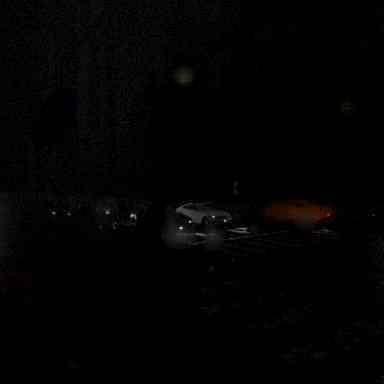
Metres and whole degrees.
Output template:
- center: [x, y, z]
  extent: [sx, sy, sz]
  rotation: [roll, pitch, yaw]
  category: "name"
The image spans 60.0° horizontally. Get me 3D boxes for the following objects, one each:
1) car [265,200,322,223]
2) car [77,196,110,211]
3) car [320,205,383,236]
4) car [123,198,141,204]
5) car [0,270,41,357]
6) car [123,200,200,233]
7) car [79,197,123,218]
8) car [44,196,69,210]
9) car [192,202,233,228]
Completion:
- center: [7.434, 1.290, 23.657]
  extent: [1.882, 1.535, 5.008]
  rotation: [-1, 1, -36]
  category: "car"
- center: [-11.449, 1.269, 38.465]
  extent: [2.033, 1.411, 5.357]
  rotation: [-1, 1, -35]
  category: "car"
- center: [9.158, 1.464, 15.712]
  extent: [2.033, 1.411, 5.357]
  rotation: [-1, 1, -36]
  category: "car"
- center: [-5.365, 1.298, 29.980]
  extent: [2.128, 1.511, 4.902]
  rotation: [-1, 1, -36]
  category: "car"
- center: [-4.152, 1.545, 3.690]
  extent: [4.507, 1.381, 1.887]
  rotation: [0, -1, -36]
  category: "car"
- center: [-1.978, 1.484, 19.747]
  extent: [2.033, 1.411, 5.357]
  rotation: [-1, 1, -32]
  category: "car"
- center: [-8.086, 1.343, 28.200]
  extent: [2.128, 1.511, 4.902]
  rotation: [-1, 1, -36]
  category: "car"
- center: [-16.052, 1.220, 39.309]
  extent: [1.882, 1.535, 5.008]
  rotation: [-1, 1, -35]
  category: "car"
- center: [0.609, 1.415, 21.709]
  extent: [1.812, 1.442, 4.674]
  rotation: [-1, 1, -36]
  category: "car"
